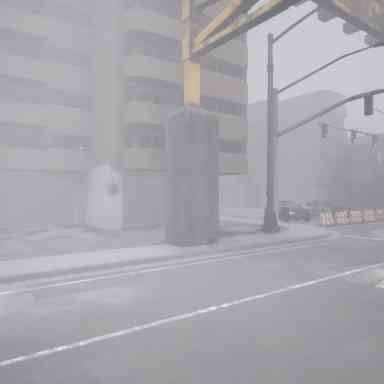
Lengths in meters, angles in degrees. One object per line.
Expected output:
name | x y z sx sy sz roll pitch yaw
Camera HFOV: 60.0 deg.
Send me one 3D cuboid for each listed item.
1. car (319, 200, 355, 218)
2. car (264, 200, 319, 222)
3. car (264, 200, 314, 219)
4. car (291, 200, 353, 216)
car | 11.006 1.453 28.134 4.974 1.542 2.038 0 0 34
car | 7.439 1.453 25.969 2.038 1.542 4.974 0 0 -11
car | 7.429 1.295 26.020 1.853 1.218 4.536 0 0 -11
car | 10.962 1.295 28.162 4.536 1.218 1.853 0 0 34
